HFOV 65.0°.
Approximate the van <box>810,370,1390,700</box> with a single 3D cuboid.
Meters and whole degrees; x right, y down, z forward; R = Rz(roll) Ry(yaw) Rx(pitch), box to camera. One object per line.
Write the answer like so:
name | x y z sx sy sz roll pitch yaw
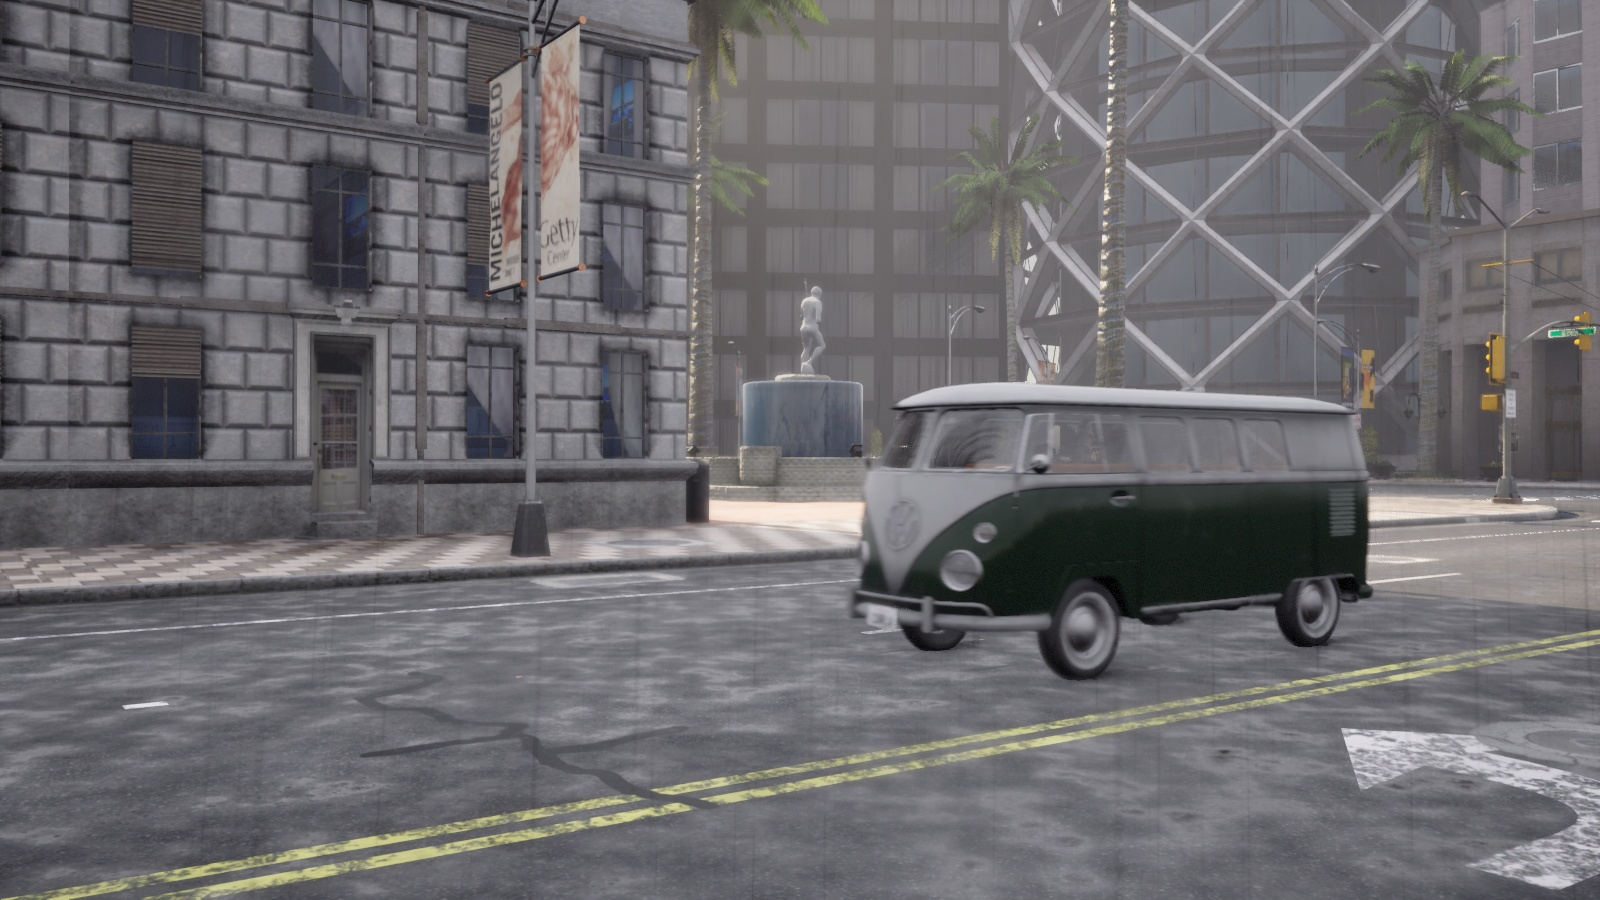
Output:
van | 2.406 0.516 9.562 4.442 1.987 1.775 0 0 -35
